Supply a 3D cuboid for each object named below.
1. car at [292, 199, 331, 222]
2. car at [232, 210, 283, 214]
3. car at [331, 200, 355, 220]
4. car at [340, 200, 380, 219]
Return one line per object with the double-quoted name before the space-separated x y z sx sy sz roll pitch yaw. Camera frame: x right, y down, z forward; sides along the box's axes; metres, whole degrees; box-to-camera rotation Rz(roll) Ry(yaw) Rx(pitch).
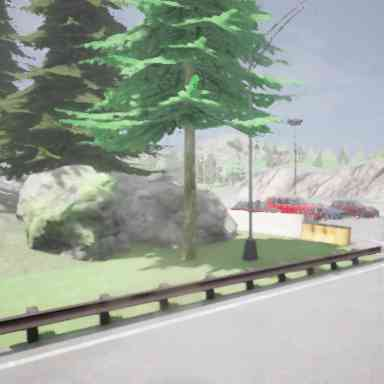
"car" 8.729 1.432 28.922 2.150 2.045 5.566 0 0 -36
"car" 5.371 1.560 27.589 2.097 1.767 4.553 0 0 -36
"car" 11.695 1.760 30.794 2.033 1.411 5.357 0 0 -36
"car" 15.323 1.567 31.758 2.097 1.767 4.553 0 0 -36
